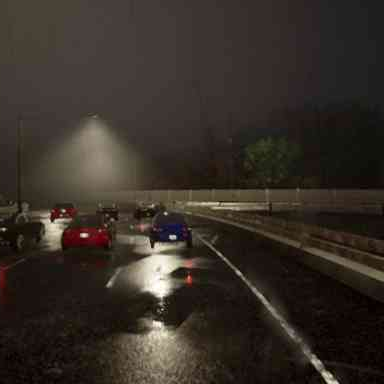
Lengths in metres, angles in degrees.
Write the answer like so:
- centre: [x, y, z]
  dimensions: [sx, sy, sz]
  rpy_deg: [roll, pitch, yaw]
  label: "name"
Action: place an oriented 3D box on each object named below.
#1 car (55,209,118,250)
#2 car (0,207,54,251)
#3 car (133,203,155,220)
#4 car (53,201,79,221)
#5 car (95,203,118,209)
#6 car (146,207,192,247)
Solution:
- centre: [-4.570, 1.710, 15.210]
  dimensions: [1.994, 1.385, 4.181]
  rpy_deg: [0, -1, -8]
  label: "car"
- centre: [-8.034, 1.635, 14.718]
  dimensions: [2.128, 1.511, 4.902]
  rpy_deg: [0, 0, -8]
  label: "car"
- centre: [-4.484, 1.792, 31.537]
  dimensions: [2.128, 1.511, 4.902]
  rpy_deg: [0, 0, -16]
  label: "car"
- centre: [-11.152, 1.632, 29.416]
  dimensions: [2.097, 1.767, 4.553]
  rpy_deg: [0, -1, -16]
  label: "car"
- centre: [-7.852, 1.784, 30.586]
  dimensions: [2.128, 1.511, 4.902]
  rpy_deg: [0, 0, -16]
  label: "car"
- centre: [-1.111, 1.675, 15.743]
  dimensions: [1.812, 1.442, 4.674]
  rpy_deg: [0, 0, -8]
  label: "car"
